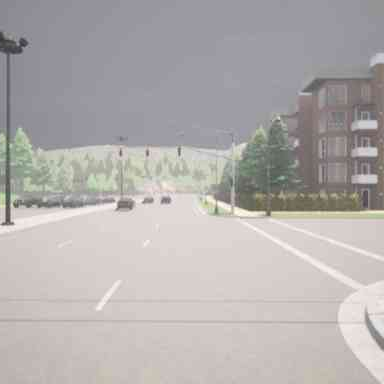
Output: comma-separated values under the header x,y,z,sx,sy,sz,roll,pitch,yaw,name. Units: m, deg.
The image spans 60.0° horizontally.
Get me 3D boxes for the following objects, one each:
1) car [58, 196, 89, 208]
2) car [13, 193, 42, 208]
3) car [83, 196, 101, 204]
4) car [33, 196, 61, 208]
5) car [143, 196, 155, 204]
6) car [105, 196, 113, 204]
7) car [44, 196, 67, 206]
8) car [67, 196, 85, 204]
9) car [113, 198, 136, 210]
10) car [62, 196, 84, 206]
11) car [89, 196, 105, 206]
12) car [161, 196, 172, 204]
x,y,z,sx,sy,sz,roll,pitch,yaw,name
-16.449,1.596,46.415,1.895,1.301,4.718,0,0,0,car
-23.447,1.216,47.886,2.150,2.045,5.566,0,0,0,car
-19.985,1.484,66.501,2.128,1.511,4.902,0,0,0,car
-19.948,1.596,46.745,1.895,1.301,4.718,0,0,0,car
-8.392,1.519,64.507,1.812,1.442,4.674,0,0,0,car
-16.501,1.557,65.460,1.994,1.385,4.181,0,0,0,car
-23.489,1.499,57.483,1.837,1.490,4.892,0,0,1,car
-23.488,1.517,67.543,2.128,1.511,4.902,0,0,0,car
-8.217,1.500,41.874,1.837,1.490,4.892,0,0,-1,car
-19.996,1.499,56.062,1.837,1.490,4.892,0,0,0,car
-16.505,1.499,55.475,1.837,1.490,4.892,0,0,0,car
-4.876,1.498,63.476,1.837,1.490,4.892,0,0,0,car
